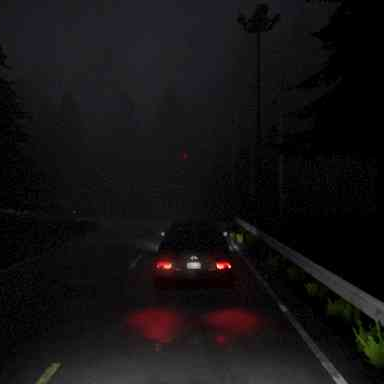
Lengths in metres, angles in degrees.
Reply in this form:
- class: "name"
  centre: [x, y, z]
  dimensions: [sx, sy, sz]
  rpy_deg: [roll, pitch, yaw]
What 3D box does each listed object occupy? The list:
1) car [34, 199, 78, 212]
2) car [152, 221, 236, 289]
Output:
- class: "car"
  centre: [-13.068, 1.419, 31.463]
  dimensions: [4.674, 1.442, 1.812]
  rpy_deg: [5, 1, 17]
- class: "car"
  centre: [0.054, 1.497, 9.119]
  dimensions: [2.033, 1.411, 5.357]
  rpy_deg: [0, 0, 0]
